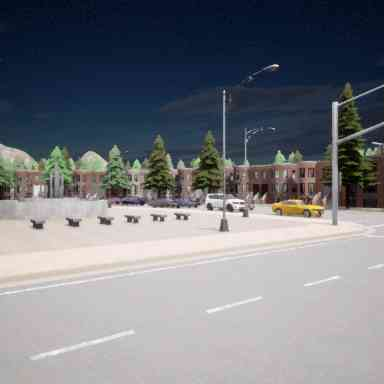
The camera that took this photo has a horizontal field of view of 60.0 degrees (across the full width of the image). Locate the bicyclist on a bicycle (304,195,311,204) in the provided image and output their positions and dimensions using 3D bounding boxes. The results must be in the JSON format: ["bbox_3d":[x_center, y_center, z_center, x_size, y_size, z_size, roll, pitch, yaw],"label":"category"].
[{"bbox_3d":[16.182,1.303,46.625,1.656,1.620,0.582,0,0,-37],"label":"bicyclist on a bicycle"}]

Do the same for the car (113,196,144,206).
[{"bbox_3d":[-9.820,1.601,53.491,4.718,1.301,1.895,0,0,24],"label":"car"}]

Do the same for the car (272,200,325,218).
[{"bbox_3d":[9.758,1.478,30.785,1.882,1.535,5.008,0,0,-37],"label":"car"}]

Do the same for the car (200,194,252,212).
[{"bbox_3d":[3.831,1.221,38.651,2.150,2.045,5.566,0,0,-39],"label":"car"}]

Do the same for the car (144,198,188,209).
[{"bbox_3d":[-3.665,1.547,45.873,5.357,1.411,2.033,0,0,36],"label":"car"}]

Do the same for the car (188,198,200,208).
[{"bbox_3d":[-1.248,1.547,48.412,5.357,1.411,2.033,0,0,37],"label":"car"}]

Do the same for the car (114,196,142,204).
[{"bbox_3d":[-11.893,1.503,61.809,4.892,1.490,1.837,-1,0,19],"label":"car"}]

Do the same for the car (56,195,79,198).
[{"bbox_3d":[-23.812,1.505,60.701,4.892,1.490,1.837,0,0,5],"label":"car"}]

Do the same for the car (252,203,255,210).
[{"bbox_3d":[5.689,1.526,41.745,1.812,1.442,4.674,0,0,-41],"label":"car"}]

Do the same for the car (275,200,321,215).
[{"bbox_3d":[11.075,1.564,34.859,1.994,1.385,4.181,0,0,-37],"label":"car"}]

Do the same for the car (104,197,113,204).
[{"bbox_3d":[-14.075,1.564,58.835,4.181,1.385,1.994,0,0,18],"label":"car"}]

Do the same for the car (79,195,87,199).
[{"bbox_3d":[-22.551,1.352,63.996,4.553,1.767,2.097,0,0,7],"label":"car"}]
